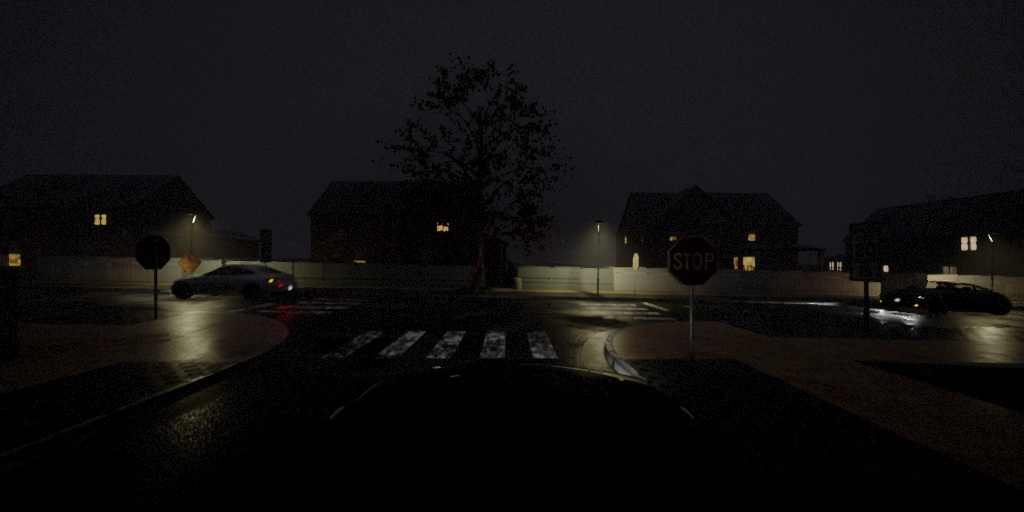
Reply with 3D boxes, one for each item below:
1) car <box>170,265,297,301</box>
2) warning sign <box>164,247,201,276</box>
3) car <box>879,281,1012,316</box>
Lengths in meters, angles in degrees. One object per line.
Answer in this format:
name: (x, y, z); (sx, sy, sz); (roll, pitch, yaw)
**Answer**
car: (-11.821, 1.088, 15.418); (4.674, 1.442, 1.812); (1, -1, 1)
warning sign: (-15.967, 0.616, 17.752); (1.060, 1.860, 1.300); (0, 0, -1)
car: (18.986, 1.808, 15.835); (4.181, 1.385, 1.994); (1, 0, -1)
